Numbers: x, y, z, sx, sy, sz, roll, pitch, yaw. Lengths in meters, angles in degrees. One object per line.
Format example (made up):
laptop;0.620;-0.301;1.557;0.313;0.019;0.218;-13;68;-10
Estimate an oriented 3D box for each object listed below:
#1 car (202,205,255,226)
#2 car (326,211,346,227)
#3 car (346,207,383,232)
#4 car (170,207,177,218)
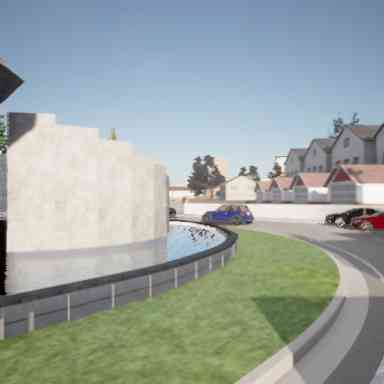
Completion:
car;3.036;1.857;28.588;4.553;1.767;2.097;-1;-1;41
car;12.971;1.934;25.685;4.892;1.490;1.837;0;0;19
car;13.052;1.886;21.947;4.674;1.442;1.812;0;-1;16
car;-4.124;2.184;37.378;4.892;1.490;1.837;-1;-2;23
